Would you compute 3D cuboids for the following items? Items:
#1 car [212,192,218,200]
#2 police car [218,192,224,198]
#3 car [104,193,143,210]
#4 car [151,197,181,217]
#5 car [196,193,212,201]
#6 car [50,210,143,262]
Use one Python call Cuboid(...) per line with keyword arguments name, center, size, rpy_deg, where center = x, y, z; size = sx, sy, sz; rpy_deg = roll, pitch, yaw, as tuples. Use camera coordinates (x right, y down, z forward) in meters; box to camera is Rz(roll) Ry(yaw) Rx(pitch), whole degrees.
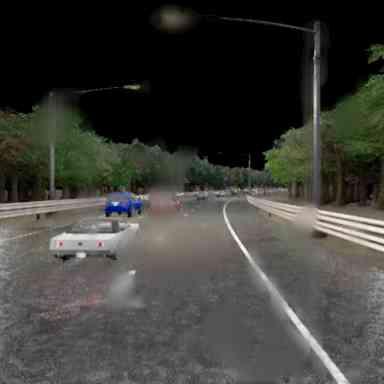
Cuboid(name="car", center=(4.111, 0.958, 77.122), size=(2.128, 1.511, 4.902), rpy_deg=(0, 1, 11))
Cuboid(name="police car", center=(6.372, 0.764, 87.851), size=(1.930, 1.638, 5.238), rpy_deg=(0, 1, 13))
Cuboid(name="car", center=(-5.791, 1.071, 28.692), size=(2.150, 2.045, 5.566), rpy_deg=(0, 0, 4))
Cuboid(name="car", center=(-2.217, 1.202, 29.324), size=(2.097, 1.767, 4.553), rpy_deg=(0, 0, 4))
Cuboid(name="car", center=(2.153, 0.910, 66.411), size=(2.097, 1.767, 4.553), rpy_deg=(0, 0, 10))
Cuboid(name="car", center=(-3.169, 1.547, 11.948), size=(1.895, 1.301, 4.718), rpy_deg=(0, 0, 2))
